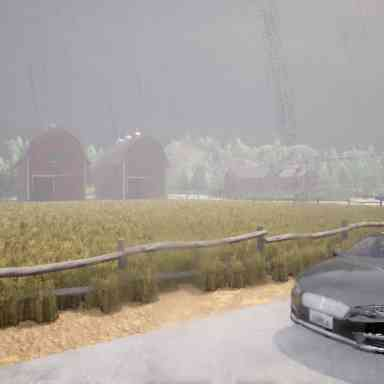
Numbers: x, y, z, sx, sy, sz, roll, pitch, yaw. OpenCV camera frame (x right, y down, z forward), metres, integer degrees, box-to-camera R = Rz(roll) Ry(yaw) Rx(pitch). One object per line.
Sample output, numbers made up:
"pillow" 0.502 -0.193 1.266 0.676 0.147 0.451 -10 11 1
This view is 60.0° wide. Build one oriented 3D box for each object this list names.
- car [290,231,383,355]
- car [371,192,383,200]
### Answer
"car" 3.853 1.479 5.884 4.902 1.511 2.128 0 0 -32
"car" 40.065 0.909 68.099 2.242 1.667 4.611 -1 0 -32
